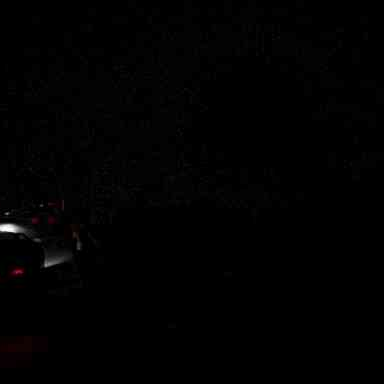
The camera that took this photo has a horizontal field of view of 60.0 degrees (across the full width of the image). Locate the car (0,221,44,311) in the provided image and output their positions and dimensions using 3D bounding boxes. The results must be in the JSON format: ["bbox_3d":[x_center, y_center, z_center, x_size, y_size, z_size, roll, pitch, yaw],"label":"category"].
[{"bbox_3d":[-4.519,1.603,7.634,1.994,1.385,4.181,0,0,-22],"label":"car"}]

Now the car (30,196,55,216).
[{"bbox_3d":[-15.782,1.438,35.175,2.150,2.045,5.566,0,0,-22],"label":"car"}]

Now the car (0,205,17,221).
[{"bbox_3d":[-15.646,1.765,27.247,1.895,1.301,4.718,0,0,-22],"label":"car"}]

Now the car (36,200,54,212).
[{"bbox_3d":[-19.917,1.832,45.124,2.033,1.411,5.357,0,0,-22],"label":"car"}]
